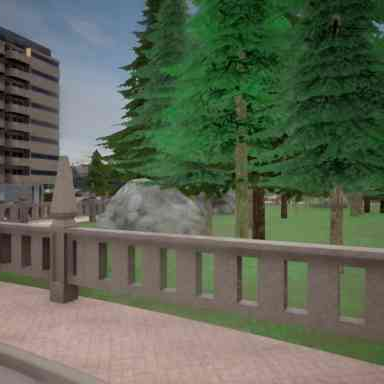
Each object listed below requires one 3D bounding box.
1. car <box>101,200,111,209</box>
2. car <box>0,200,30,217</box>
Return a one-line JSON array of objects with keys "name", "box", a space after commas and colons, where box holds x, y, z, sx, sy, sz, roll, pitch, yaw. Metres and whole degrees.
[{"name": "car", "box": [-11.460, 1.408, 44.586, 2.097, 1.767, 4.553, 0, 0, 26]}, {"name": "car", "box": [-17.348, 1.619, 32.241, 1.994, 1.385, 4.181, 0, 0, 26]}]
